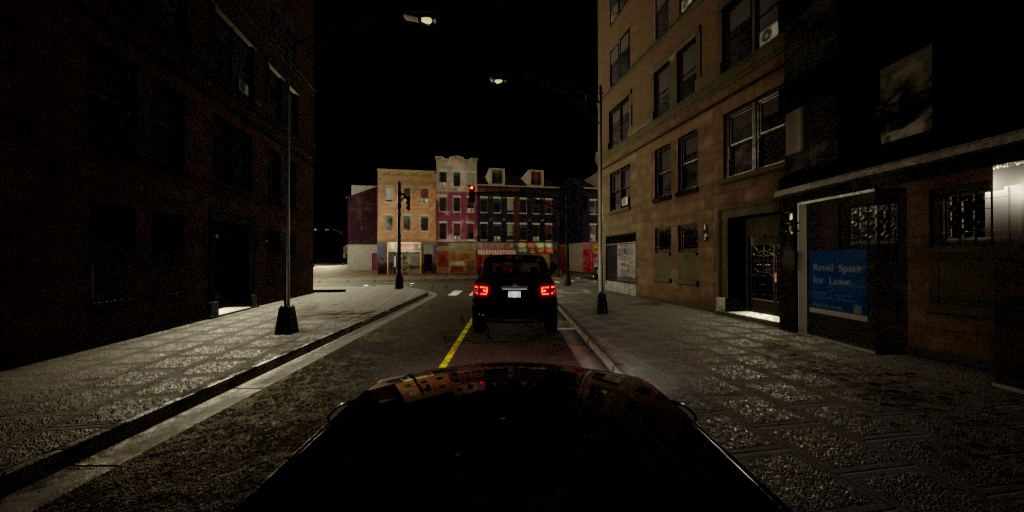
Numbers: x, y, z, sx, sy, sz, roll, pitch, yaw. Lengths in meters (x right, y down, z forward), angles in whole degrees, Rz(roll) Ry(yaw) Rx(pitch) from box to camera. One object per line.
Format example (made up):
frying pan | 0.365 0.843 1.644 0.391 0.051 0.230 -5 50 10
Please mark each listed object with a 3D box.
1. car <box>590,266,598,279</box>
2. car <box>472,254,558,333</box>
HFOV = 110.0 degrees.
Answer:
car | 8.890 1.090 29.904 4.553 1.767 2.097 0 0 -10
car | 0.098 0.972 10.899 2.150 2.045 5.566 0 0 1
